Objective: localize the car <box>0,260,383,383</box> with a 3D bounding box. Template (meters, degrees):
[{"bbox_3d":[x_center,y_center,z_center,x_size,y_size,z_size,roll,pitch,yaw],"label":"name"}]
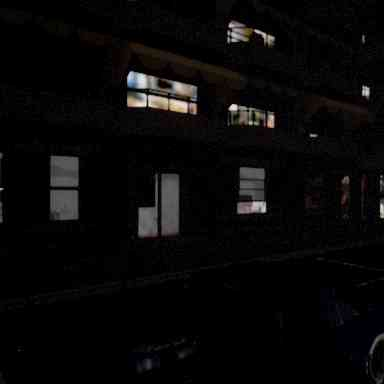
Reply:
[{"bbox_3d":[0.544,1.597,3.767,4.718,1.301,1.895,0,0,-35],"label":"car"}]
